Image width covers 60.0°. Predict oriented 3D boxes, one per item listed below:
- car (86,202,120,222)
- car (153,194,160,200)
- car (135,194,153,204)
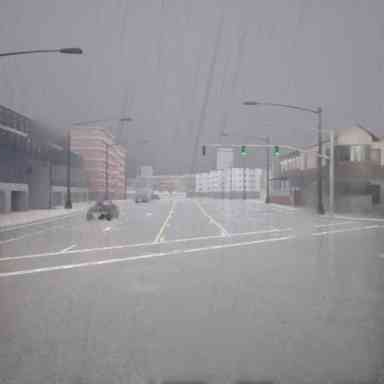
[{"bbox_3d":[-7.157,1.567,27.039,2.128,1.511,4.902,0,0,-2],"label":"car"},{"bbox_3d":[-8.653,1.139,77.821,1.882,1.535,5.008,0,-1,-2],"label":"car"},{"bbox_3d":[-7.912,1.148,52.716,2.128,1.511,4.902,0,1,-2],"label":"car"}]
